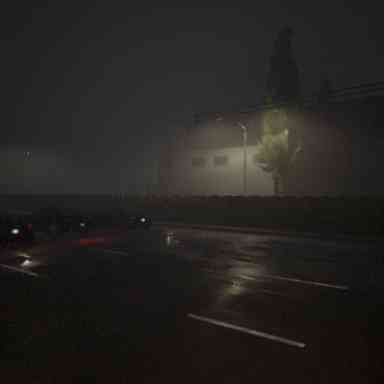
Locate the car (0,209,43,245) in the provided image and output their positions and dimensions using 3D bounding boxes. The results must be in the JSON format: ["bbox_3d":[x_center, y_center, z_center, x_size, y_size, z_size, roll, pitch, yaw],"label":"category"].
[{"bbox_3d":[-8.702,1.545,14.482,4.181,1.385,1.994,0,0,36],"label":"car"}]

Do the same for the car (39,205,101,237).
[{"bbox_3d":[-7.408,1.457,17.860,5.008,1.535,1.882,0,0,36],"label":"car"}]

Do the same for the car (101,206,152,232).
[{"bbox_3d":[-4.400,1.545,20.010,4.181,1.385,1.994,0,0,36],"label":"car"}]
